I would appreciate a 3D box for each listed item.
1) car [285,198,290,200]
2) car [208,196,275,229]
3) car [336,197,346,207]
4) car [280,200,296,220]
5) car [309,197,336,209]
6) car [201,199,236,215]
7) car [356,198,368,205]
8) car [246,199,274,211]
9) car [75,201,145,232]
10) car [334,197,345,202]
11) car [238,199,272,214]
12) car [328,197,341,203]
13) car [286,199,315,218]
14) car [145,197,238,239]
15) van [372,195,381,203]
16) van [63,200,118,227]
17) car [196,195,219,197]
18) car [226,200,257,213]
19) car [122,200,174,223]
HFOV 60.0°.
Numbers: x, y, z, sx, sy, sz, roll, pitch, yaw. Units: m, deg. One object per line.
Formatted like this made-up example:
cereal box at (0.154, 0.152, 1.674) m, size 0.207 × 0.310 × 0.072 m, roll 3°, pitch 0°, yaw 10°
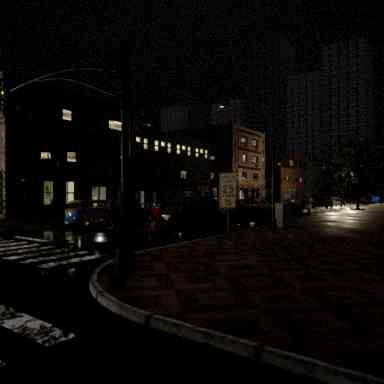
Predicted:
car at (15.567, 1.742, 54.027) m, size 1.752 × 1.417 × 4.829 m, roll -1°, pitch -1°, yaw 35°
car at (3.357, 1.367, 22.276) m, size 2.192 × 1.841 × 5.009 m, roll -1°, pitch -1°, yaw 35°
car at (25.373, 1.828, 57.851) m, size 1.895 × 1.301 × 4.718 m, roll 0°, pitch 0°, yaw 36°
car at (6.550, 1.616, 26.783) m, size 1.887 × 1.381 × 4.507 m, roll -1°, pitch -1°, yaw 35°
car at (19.505, 1.536, 49.560) m, size 2.097 × 1.767 × 4.553 m, roll 0°, pitch 0°, yaw 35°
car at (2.900, 1.569, 36.133) m, size 1.967 × 1.590 × 4.097 m, roll -1°, pitch -1°, yaw 35°
car at (32.083, 1.801, 62.853) m, size 2.008 × 1.369 × 4.403 m, roll -1°, pitch -1°, yaw 35°
car at (9.283, 1.722, 45.149) m, size 2.008 × 1.369 × 4.403 m, roll -1°, pitch -1°, yaw 35°
car at (-4.558, 1.539, 21.112) m, size 1.882 × 1.535 × 5.008 m, roll 0°, pitch 0°, yaw 35°
car at (38.007, 1.935, 85.728) m, size 1.887 × 1.381 × 4.507 m, roll -1°, pitch -1°, yaw 35°
car at (7.181, 1.609, 37.673) m, size 1.882 × 1.535 × 5.008 m, roll 0°, pitch 0°, yaw 36°
car at (34.816, 1.915, 81.219) m, size 2.008 × 1.369 × 4.403 m, roll -1°, pitch -1°, yaw 35°
car at (9.742, 1.657, 31.292) m, size 1.947 × 1.339 × 4.313 m, roll -1°, pitch -1°, yaw 35°
car at (0.166, 1.349, 17.767) m, size 2.192 × 1.841 × 5.009 m, roll -1°, pitch -1°, yaw 35°
van at (44.848, 1.694, 80.891) m, size 1.690 × 1.788 × 3.998 m, roll -1°, pitch -1°, yaw 35°
van at (-6.675, 1.414, 22.607) m, size 1.690 × 1.788 × 3.998 m, roll -1°, pitch 0°, yaw 35°
car at (1.142, 1.315, 29.161) m, size 2.150 × 2.045 × 5.566 m, roll 0°, pitch 0°, yaw 35°
car at (6.091, 1.701, 40.640) m, size 2.008 × 1.369 × 4.403 m, roll -1°, pitch -1°, yaw 35°
car at (-3.484, 1.531, 27.114) m, size 1.967 × 1.590 × 4.097 m, roll -1°, pitch -1°, yaw 35°
